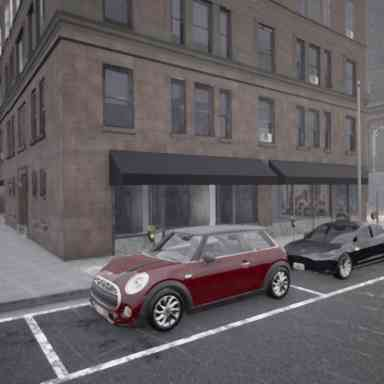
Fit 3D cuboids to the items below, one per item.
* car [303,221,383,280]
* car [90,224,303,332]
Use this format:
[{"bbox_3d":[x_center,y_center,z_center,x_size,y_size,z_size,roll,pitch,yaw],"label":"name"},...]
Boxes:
[{"bbox_3d":[4.548,1.562,9.937,4.313,1.339,1.947,0,-1,-36],"label":"car"},{"bbox_3d":[0.075,1.438,6.727,4.097,1.590,1.967,0,-1,-36],"label":"car"}]
